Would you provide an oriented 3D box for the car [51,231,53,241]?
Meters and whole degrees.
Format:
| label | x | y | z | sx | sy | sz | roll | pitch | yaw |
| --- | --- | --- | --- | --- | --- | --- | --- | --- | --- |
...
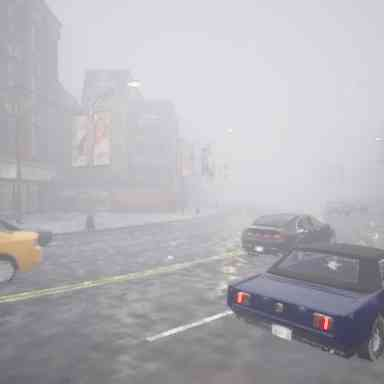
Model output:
| label | x | y | z | sx | sy | sz | roll | pitch | yaw |
| --- | --- | --- | --- | --- | --- | --- | --- | --- | --- |
| car | -7.376 | 1.585 | 11.167 | 4.718 | 1.301 | 1.895 | 0 | 0 | -37 |

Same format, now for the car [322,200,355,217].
| label | x | y | z | sx | sy | sz | roll | pitch | yaw |
| --- | --- | --- | --- | --- | --- | --- | --- | --- | --- |
| car | 13.462 | 1.527 | 31.296 | 2.033 | 1.411 | 5.357 | 0 | 0 | 15 |

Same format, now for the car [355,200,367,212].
| label | x | y | z | sx | sy | sz | roll | pitch | yaw |
| --- | --- | --- | --- | --- | --- | --- | --- | --- | --- |
| car | 18.099 | 1.540 | 37.517 | 1.994 | 1.385 | 4.181 | 0 | 0 | 8 |

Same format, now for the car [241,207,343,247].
| label | x | y | z | sx | sy | sz | roll | pitch | yaw |
| --- | --- | --- | --- | --- | --- | --- | --- | --- | --- |
| car | 3.642 | 1.496 | 12.032 | 1.837 | 1.490 | 4.892 | 1 | 1 | 41 |

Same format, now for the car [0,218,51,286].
| label | x | y | z | sx | sy | sz | roll | pitch | yaw |
| --- | --- | --- | --- | --- | --- | --- | --- | --- | --- |
| car | -6.260 | 1.466 | 7.810 | 5.008 | 1.535 | 1.882 | 0 | 0 | -36 |

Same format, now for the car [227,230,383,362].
| label | x | y | z | sx | sy | sz | roll | pitch | yaw |
| --- | --- | --- | --- | --- | --- | --- | --- | --- | --- |
| car | 2.830 | 1.597 | 5.982 | 4.718 | 1.301 | 1.895 | 0 | 0 | -43 |
